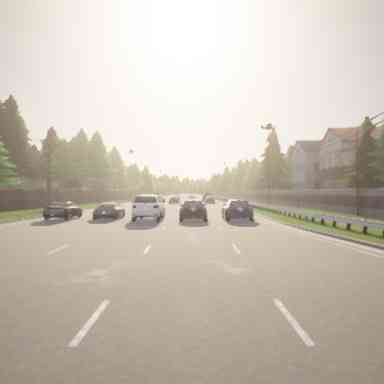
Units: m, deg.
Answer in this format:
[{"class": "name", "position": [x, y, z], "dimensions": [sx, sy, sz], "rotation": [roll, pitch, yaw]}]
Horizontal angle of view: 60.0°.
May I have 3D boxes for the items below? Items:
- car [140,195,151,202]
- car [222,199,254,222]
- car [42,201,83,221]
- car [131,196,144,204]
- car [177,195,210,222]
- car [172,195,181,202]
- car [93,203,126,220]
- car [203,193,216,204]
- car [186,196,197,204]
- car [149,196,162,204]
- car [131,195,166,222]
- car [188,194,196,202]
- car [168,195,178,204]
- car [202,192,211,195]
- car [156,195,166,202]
[{"class": "car", "position": [-10.504, 1.391, 74.726], "dimensions": [1.812, 1.442, 4.674], "rotation": [0, 0, 0]}, {"class": "car", "position": [3.599, 1.365, 26.923], "dimensions": [2.097, 1.767, 4.553], "rotation": [0, 0, 0]}, {"class": "car", "position": [-10.401, 1.504, 27.160], "dimensions": [2.128, 1.511, 4.902], "rotation": [0, 0, 0]}, {"class": "car", "position": [-10.504, 1.555, 64.723], "dimensions": [1.812, 1.442, 4.674], "rotation": [0, 0, 0]}, {"class": "car", "position": [0.098, 1.365, 26.932], "dimensions": [2.097, 1.767, 4.553], "rotation": [0, 0, 0]}, {"class": "car", "position": [-3.504, 1.367, 74.727], "dimensions": [1.837, 1.490, 4.892], "rotation": [0, 0, 0]}, {"class": "car", "position": [-6.903, 1.577, 28.063], "dimensions": [1.994, 1.385, 4.181], "rotation": [0, 0, 0]}, {"class": "car", "position": [3.496, 1.535, 64.307], "dimensions": [1.837, 1.490, 4.892], "rotation": [0, 0, 0]}, {"class": "car", "position": [-0.004, 1.578, 64.307], "dimensions": [2.033, 1.411, 5.357], "rotation": [0, 0, 0]}, {"class": "car", "position": [-7.004, 1.577, 64.306], "dimensions": [2.033, 1.411, 5.357], "rotation": [0, 0, 0]}, {"class": "car", "position": [-3.402, 1.234, 26.603], "dimensions": [2.150, 2.045, 5.566], "rotation": [0, 0, 0]}, {"class": "car", "position": [-0.004, 1.345, 74.727], "dimensions": [1.882, 1.535, 5.008], "rotation": [0, 0, 0]}, {"class": "car", "position": [-3.504, 1.534, 64.306], "dimensions": [1.837, 1.490, 4.892], "rotation": [0, 0, 0]}, {"class": "car", "position": [3.496, 1.093, 74.757], "dimensions": [2.150, 2.045, 5.566], "rotation": [0, 0, 0]}, {"class": "car", "position": [-7.004, 1.391, 74.726], "dimensions": [1.812, 1.442, 4.674], "rotation": [0, 0, 0]}]
